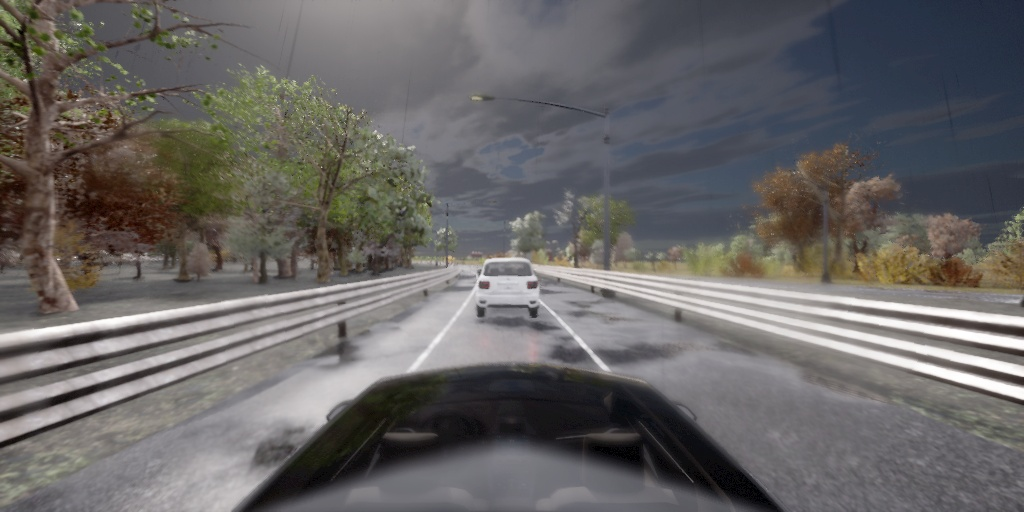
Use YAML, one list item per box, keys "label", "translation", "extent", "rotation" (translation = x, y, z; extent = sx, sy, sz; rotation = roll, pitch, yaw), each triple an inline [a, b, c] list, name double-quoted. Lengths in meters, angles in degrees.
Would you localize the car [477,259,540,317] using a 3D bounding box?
- label: "car"
  translation: [-0.194, 1.124, 14.175]
  extent: [2.150, 2.045, 5.566]
  rotation: [0, 0, -2]
